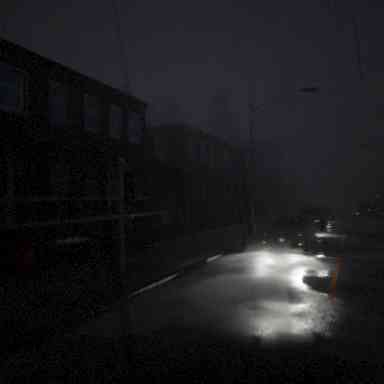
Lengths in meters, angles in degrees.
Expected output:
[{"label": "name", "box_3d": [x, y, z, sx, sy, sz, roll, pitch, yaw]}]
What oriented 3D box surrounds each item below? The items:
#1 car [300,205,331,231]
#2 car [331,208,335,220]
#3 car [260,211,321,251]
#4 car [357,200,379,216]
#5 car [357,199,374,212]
[{"label": "car", "box_3d": [8.355, 1.799, 23.207, 1.837, 1.490, 4.892, -1, -1, 26]}, {"label": "car", "box_3d": [12.681, 1.956, 32.112, 1.994, 1.385, 4.181, -1, -1, 26]}, {"label": "car", "box_3d": [4.482, 1.770, 15.193, 1.994, 1.385, 4.181, -1, -1, 26]}, {"label": "car", "box_3d": [20.281, 1.970, 38.234, 1.994, 1.385, 4.181, -1, -1, 26]}, {"label": "car", "box_3d": [24.626, 1.857, 47.225, 2.097, 1.767, 4.553, -1, -1, 27]}]
